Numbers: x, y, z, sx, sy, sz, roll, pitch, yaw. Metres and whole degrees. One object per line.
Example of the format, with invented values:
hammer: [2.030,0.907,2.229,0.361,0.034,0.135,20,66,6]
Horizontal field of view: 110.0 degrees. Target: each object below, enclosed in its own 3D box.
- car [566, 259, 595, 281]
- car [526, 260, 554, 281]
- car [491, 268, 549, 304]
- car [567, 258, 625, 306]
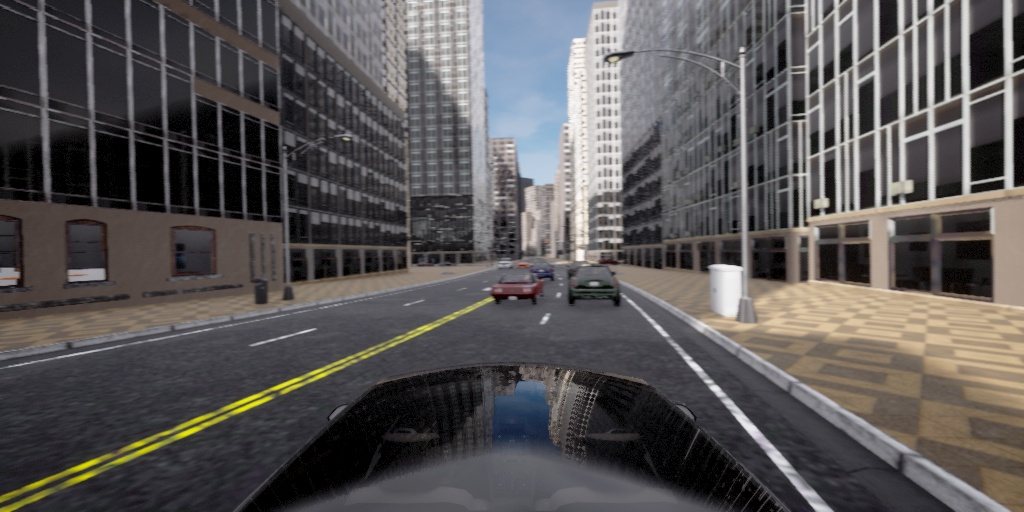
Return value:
car: [5.897,1.184,31.381,2.097,1.767,4.553,-1,-1,7]
car: [2.670,1.244,31.764,2.097,1.767,4.553,-1,-1,7]
car: [0.436,1.441,16.847,1.895,1.301,4.718,-1,0,10]
car: [3.621,1.133,16.228,2.097,1.767,4.553,-1,-1,10]
